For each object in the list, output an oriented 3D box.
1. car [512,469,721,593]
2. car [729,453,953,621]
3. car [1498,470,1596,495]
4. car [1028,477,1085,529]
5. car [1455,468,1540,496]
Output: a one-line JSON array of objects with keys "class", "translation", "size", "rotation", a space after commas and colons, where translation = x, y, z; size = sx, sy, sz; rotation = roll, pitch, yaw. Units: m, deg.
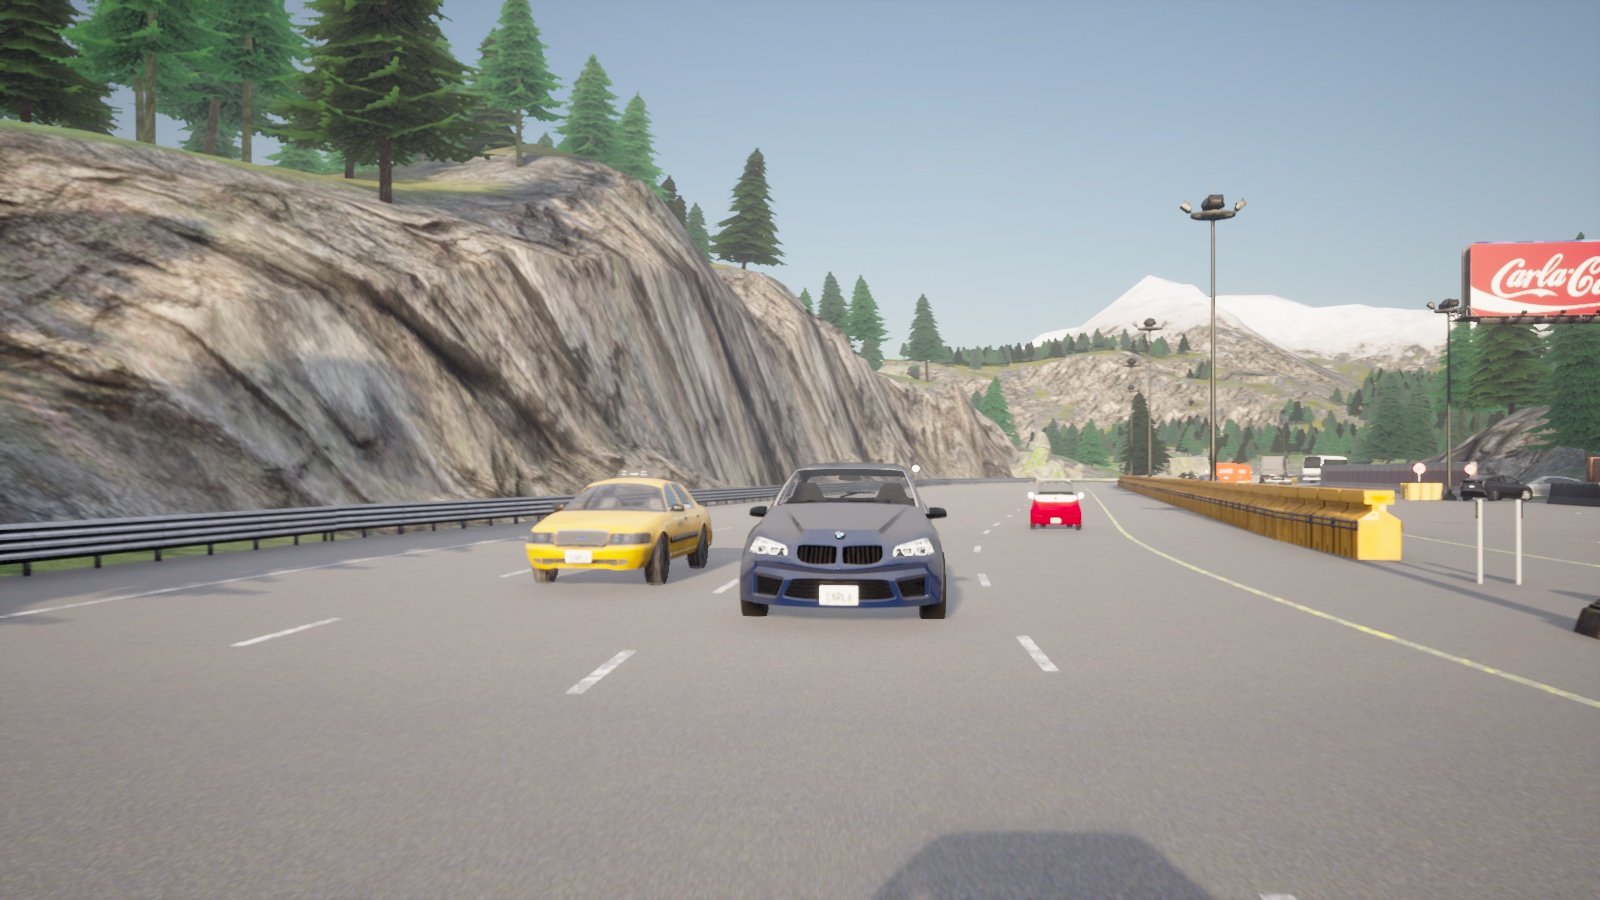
[{"class": "car", "translation": [-2.534, 1.077, 18.777], "size": [1.801, 1.575, 5.366], "rotation": [0, -1, 6]}, {"class": "car", "translation": [0.608, 0.906, 14.903], "size": [2.242, 1.667, 4.611], "rotation": [0, -1, 5]}, {"class": "car", "translation": [44.660, 1.926, 75.135], "size": [4.674, 1.442, 1.812], "rotation": [-1, -1, 14]}, {"class": "car", "translation": [7.003, 1.418, 34.275], "size": [1.481, 1.376, 2.207], "rotation": [-1, -1, 12]}, {"class": "car", "translation": [39.878, 1.818, 71.779], "size": [4.514, 1.525, 2.007], "rotation": [0, -1, -27]}]
